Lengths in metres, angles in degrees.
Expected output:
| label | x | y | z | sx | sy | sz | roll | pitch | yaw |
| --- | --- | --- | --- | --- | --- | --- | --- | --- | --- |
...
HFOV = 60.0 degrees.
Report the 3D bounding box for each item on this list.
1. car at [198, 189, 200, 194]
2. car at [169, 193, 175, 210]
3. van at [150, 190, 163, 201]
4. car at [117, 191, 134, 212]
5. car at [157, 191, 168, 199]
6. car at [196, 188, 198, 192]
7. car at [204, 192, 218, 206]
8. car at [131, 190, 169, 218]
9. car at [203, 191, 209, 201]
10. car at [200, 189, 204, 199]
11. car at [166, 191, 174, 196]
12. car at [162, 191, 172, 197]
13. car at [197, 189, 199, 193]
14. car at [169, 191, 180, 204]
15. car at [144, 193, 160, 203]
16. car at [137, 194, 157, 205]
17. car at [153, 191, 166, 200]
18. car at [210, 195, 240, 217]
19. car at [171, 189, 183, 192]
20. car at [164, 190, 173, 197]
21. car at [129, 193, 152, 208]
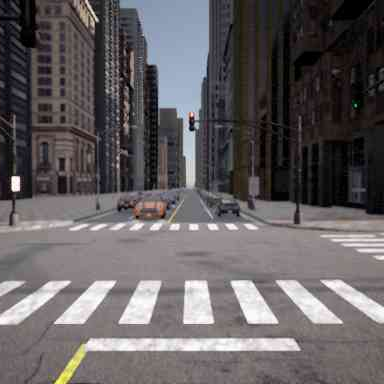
| label | x | y | z | sx | sy | sz | roll | pitch | yaw |
| --- | --- | --- | --- | --- | --- | --- | --- | --- | --- |
| car | 2.749 | 0.491 | 65.723 | 1.967 | 1.590 | 4.097 | 0 | 1 | 0 |
| car | -3.098 | 1.100 | 34.242 | 1.895 | 1.301 | 4.718 | 0 | 1 | 0 |
| van | -5.774 | 0.551 | 54.431 | 1.690 | 1.788 | 3.998 | 0 | 1 | 0 |
| car | -5.770 | 0.849 | 31.870 | 2.192 | 1.841 | 5.009 | 0 | 1 | 0 |
| car | -5.776 | 0.579 | 65.544 | 1.752 | 1.417 | 4.829 | 0 | 1 | 0 |
| car | 2.745 | 0.263 | 88.454 | 1.752 | 1.417 | 4.829 | 0 | 1 | 0 |
| car | 2.754 | 1.003 | 37.524 | 2.008 | 1.369 | 4.403 | 0 | 1 | 0 |
| car | -3.045 | 0.982 | 25.193 | 2.097 | 1.767 | 4.553 | 0 | 1 | -2 |
| car | 2.753 | 0.916 | 43.164 | 1.887 | 1.381 | 4.507 | 0 | 1 | 0 |
| car | 2.751 | 0.650 | 54.443 | 1.967 | 1.590 | 4.097 | 0 | 1 | 0 |
| car | -5.780 | 0.306 | 88.275 | 1.947 | 1.339 | 4.313 | 0 | 1 | 0 |
| car | -5.778 | 0.461 | 76.995 | 1.947 | 1.339 | 4.313 | 0 | 1 | 0 |
| car | 2.747 | 0.439 | 77.004 | 1.887 | 1.381 | 4.507 | 0 | 1 | 0 |
| car | -3.084 | 0.906 | 43.994 | 2.033 | 1.411 | 5.357 | 0 | 1 | 0 |
| car | -5.773 | 0.872 | 48.794 | 1.802 | 1.307 | 4.206 | 0 | 1 | 0 |
| car | -5.772 | 0.937 | 43.155 | 1.947 | 1.339 | 4.313 | 0 | 1 | 0 |
| car | -5.775 | 0.570 | 60.072 | 1.967 | 1.590 | 4.097 | 0 | 1 | 0 |
| car | 2.756 | 1.166 | 26.244 | 2.008 | 1.369 | 4.403 | 0 | 1 | 0 |
| car | -3.018 | 0.696 | 54.861 | 2.128 | 1.511 | 4.902 | 0 | 1 | 0 |
| car | -5.779 | 0.345 | 82.464 | 1.752 | 1.417 | 4.829 | 0 | 1 | 0 |
| car | -5.771 | 0.892 | 37.513 | 1.967 | 1.590 | 4.097 | 0 | 1 | 0 |
